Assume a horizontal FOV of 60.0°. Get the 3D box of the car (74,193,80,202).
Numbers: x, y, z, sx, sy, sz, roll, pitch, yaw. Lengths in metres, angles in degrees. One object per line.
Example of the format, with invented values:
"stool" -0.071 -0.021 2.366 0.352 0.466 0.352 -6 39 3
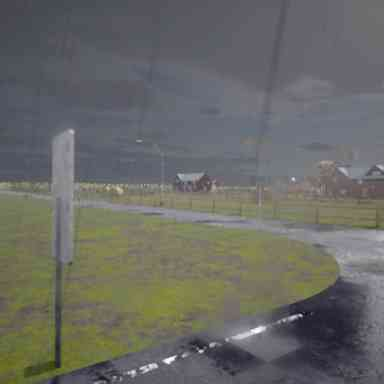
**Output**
"car" -18.381 0.712 50.129 1.994 1.385 4.181 1 1 -36
